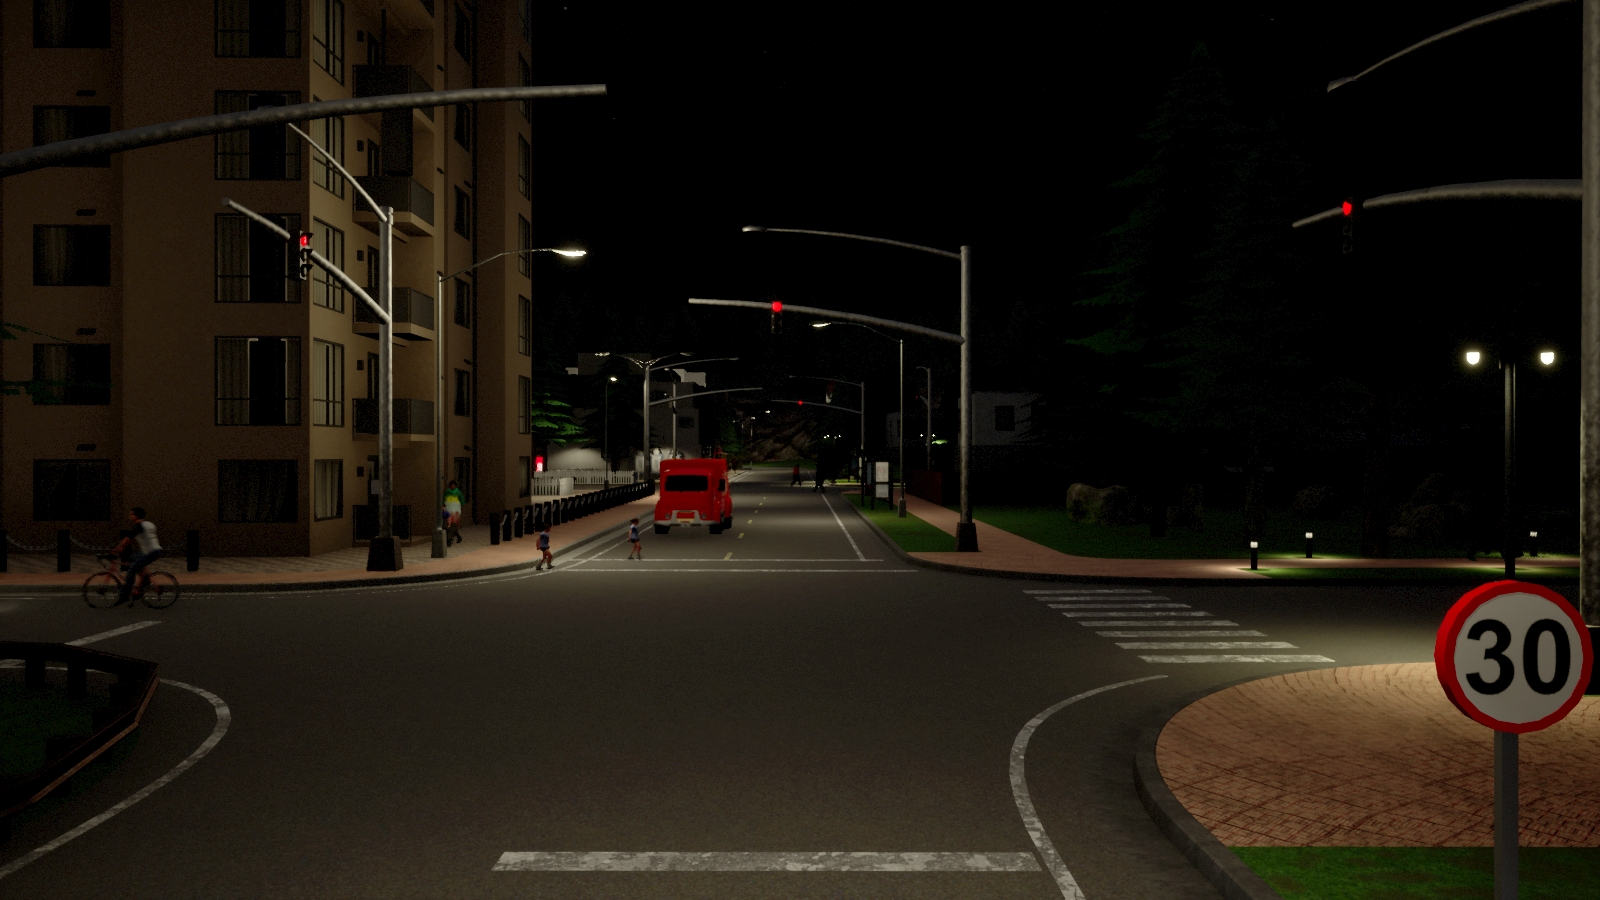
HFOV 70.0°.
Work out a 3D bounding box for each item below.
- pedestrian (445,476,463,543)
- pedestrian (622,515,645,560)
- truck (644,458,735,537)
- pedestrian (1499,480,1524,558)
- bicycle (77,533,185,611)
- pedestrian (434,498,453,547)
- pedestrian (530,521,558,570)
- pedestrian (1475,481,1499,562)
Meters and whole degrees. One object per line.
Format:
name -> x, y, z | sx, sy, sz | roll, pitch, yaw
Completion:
pedestrian -> -9.731, 1.677, 32.151 | 0.375, 1.860, 0.375 | 0, 0, 1
pedestrian -> -4.232, 2.209, 29.053 | 0.500, 1.100, 0.500 | 0, 0, 5
truck -> -3.690, 1.539, 39.213 | 2.627, 2.467, 5.204 | 0, 1, 0
pedestrian -> 17.170, 1.663, 27.573 | 0.375, 1.860, 0.375 | 0, 0, 2
bicycle -> -11.793, 2.143, 20.152 | 1.643, 1.314, 0.373 | 0, 0, -4
pedestrian -> -9.597, 1.957, 30.769 | 0.375, 1.300, 0.375 | 0, 0, 9
pedestrian -> -5.952, 2.209, 26.572 | 0.500, 1.100, 0.500 | 0, 0, 4
pedestrian -> 16.082, 1.665, 26.751 | 0.375, 1.860, 0.375 | 0, 0, 11
